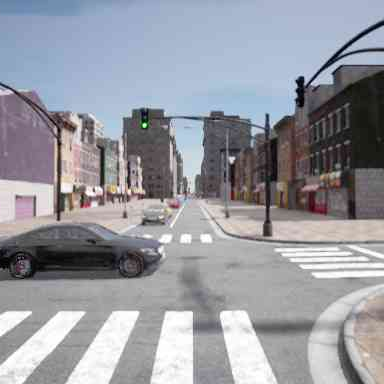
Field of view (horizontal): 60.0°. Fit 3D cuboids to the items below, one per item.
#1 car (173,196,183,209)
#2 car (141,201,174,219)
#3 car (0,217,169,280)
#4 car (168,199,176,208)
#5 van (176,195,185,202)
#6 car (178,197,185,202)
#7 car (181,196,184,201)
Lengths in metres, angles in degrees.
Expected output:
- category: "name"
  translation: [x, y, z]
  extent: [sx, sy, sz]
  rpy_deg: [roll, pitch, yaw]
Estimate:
- category: "car"
  translation: [-2.705, 1.700, 47.154]
  extent: [1.887, 1.381, 4.507]
  rpy_deg: [1, 0, 0]
- category: "car"
  translation: [-2.666, 1.646, 24.559]
  extent: [2.008, 1.369, 4.403]
  rpy_deg: [1, 0, 0]
- category: "car"
  translation: [-3.145, 1.581, 9.519]
  extent: [4.674, 1.442, 1.812]
  rpy_deg: [-1, -1, 0]
- category: "car"
  translation: [-2.675, 1.637, 30.038]
  extent: [1.752, 1.417, 4.829]
  rpy_deg: [1, 0, 0]
- category: "van"
  translation: [-2.731, 1.547, 64.101]
  extent: [1.690, 1.788, 3.998]
  rpy_deg: [1, 0, 0]
- category: "car"
  translation: [-2.777, 1.887, 86.692]
  extent: [1.802, 1.307, 4.206]
  rpy_deg: [1, 0, 0]
- category: "car"
  translation: [-2.715, 1.736, 52.802]
  extent: [1.947, 1.339, 4.313]
  rpy_deg: [1, 0, 0]
